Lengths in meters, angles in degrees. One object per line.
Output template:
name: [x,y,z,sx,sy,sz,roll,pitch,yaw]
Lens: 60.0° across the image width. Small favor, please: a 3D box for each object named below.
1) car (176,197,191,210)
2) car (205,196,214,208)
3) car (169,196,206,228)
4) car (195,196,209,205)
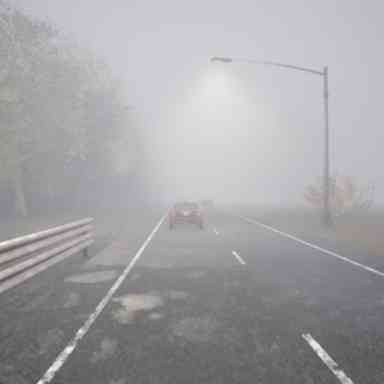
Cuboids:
car: [-1.111,1.507,44.094,1.837,1.490,4.892,0,0,-2]
car: [2.126,1.465,49.265,1.882,1.535,5.008,0,0,-2]
car: [-0.418,1.358,22.319,2.097,1.767,4.553,0,0,-2]
car: [1.793,1.476,59.683,2.128,1.511,4.902,0,0,-2]
